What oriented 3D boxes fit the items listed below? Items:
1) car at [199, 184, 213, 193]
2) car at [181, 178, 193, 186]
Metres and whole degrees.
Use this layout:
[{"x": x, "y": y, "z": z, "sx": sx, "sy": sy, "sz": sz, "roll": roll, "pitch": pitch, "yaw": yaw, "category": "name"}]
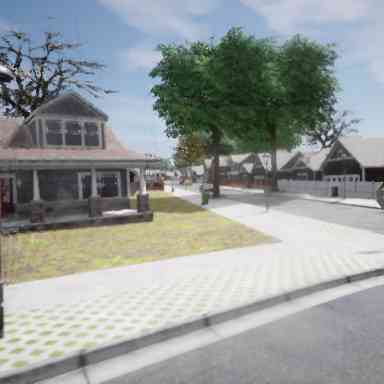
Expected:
[{"x": 2.462, "y": -0.639, "z": 53.216, "sx": 2.033, "sy": 1.411, "sz": 5.357, "roll": -3, "pitch": 3, "yaw": -10, "category": "car"}, {"x": -0.954, "y": -2.398, "z": 88.952, "sx": 1.882, "sy": 1.535, "sz": 5.008, "roll": -3, "pitch": 3, "yaw": -8, "category": "car"}]
